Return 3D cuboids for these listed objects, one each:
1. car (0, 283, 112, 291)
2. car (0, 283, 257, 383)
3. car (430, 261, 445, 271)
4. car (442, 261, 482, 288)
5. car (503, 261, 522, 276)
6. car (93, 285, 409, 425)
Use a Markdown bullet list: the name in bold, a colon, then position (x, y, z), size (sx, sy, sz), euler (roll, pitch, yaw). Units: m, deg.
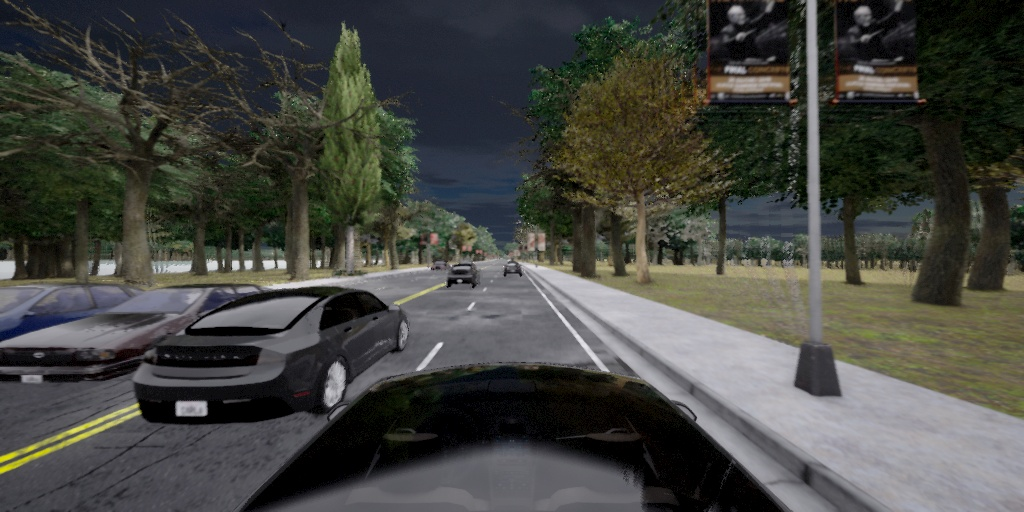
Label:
- **car**: position (-9.851, 1.299, 7.644), size (2.033, 1.411, 5.357), euler (0, 0, 0)
- **car**: position (-6.599, 1.300, 7.591), size (2.033, 1.411, 5.357), euler (0, 0, 0)
- **car**: position (-9.850, 1.410, 49.383), size (1.994, 1.385, 4.181), euler (0, 0, 0)
- **car**: position (-3.153, 1.282, 24.035), size (1.837, 1.490, 4.892), euler (0, 0, 0)
- **car**: position (0.094, 1.335, 37.985), size (1.812, 1.442, 4.674), euler (0, 0, 0)
- **car**: position (-3.153, 1.256, 5.950), size (1.837, 1.490, 4.892), euler (0, 0, 0)
